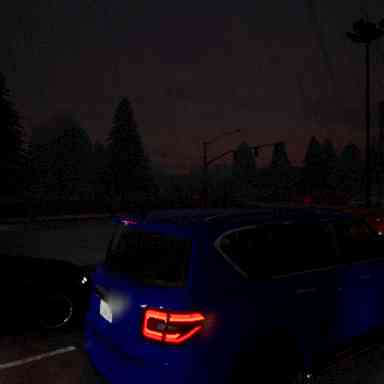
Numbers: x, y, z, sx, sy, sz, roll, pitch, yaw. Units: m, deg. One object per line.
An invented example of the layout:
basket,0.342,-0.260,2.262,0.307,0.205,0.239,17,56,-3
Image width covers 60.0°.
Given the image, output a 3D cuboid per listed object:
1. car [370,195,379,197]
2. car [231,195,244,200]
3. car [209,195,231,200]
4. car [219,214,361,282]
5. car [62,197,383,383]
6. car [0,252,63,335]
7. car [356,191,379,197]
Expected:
car,21.244,1.323,36.106,4.718,1.301,1.895,-1,0,-35
car,6.396,1.241,50.612,2.128,1.511,4.902,-1,0,-35
car,3.150,1.377,49.132,1.895,1.301,4.718,-1,0,-36
car,3.092,1.512,10.228,4.181,1.385,1.994,-1,0,-34
car,1.375,1.204,4.712,5.566,2.045,2.150,-1,0,-35
car,-3.750,1.564,5.362,4.181,1.385,1.994,0,0,-36
car,21.671,0.921,40.690,5.566,2.045,2.150,-1,0,-36
